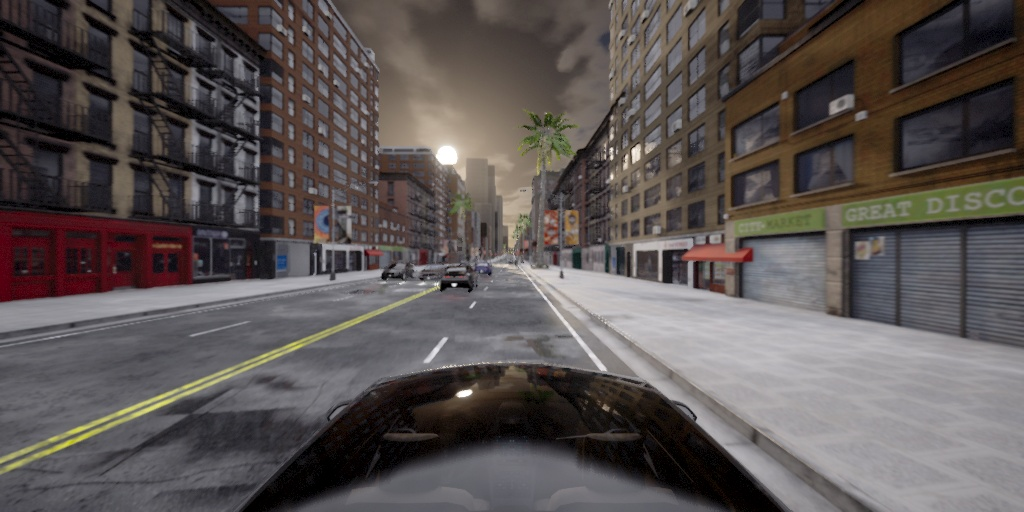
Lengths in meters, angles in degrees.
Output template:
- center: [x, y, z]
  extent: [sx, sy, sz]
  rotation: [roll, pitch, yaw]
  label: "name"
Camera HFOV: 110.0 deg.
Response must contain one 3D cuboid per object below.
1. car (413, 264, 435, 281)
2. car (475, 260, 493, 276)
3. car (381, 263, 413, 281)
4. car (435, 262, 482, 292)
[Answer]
- center: [-6.605, 1.388, 31.038]
  extent: [2.033, 1.411, 5.357]
  rotation: [0, 0, 0]
  label: "car"
- center: [-3.156, 1.392, 39.368]
  extent: [1.812, 1.442, 4.674]
  rotation: [0, 0, 0]
  label: "car"
- center: [-9.852, 1.346, 31.369]
  extent: [1.837, 1.490, 4.892]
  rotation: [0, 0, 0]
  label: "car"
- center: [-3.153, 1.320, 21.990]
  extent: [1.837, 1.490, 4.892]
  rotation: [0, 0, 0]
  label: "car"
